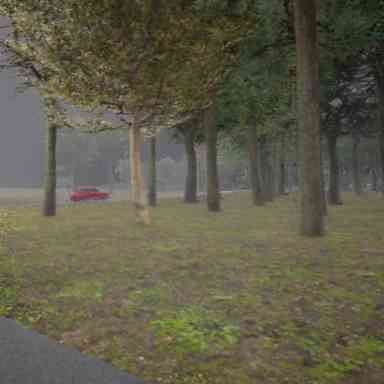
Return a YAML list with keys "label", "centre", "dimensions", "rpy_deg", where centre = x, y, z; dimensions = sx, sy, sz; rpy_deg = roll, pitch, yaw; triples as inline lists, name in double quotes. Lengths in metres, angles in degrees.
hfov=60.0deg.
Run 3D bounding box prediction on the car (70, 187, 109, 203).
- label: "car"
  centre: [-14.268, 0.372, 46.411]
  dimensions: [2.150, 2.045, 5.566]
  rpy_deg: [-3, 0, 34]
